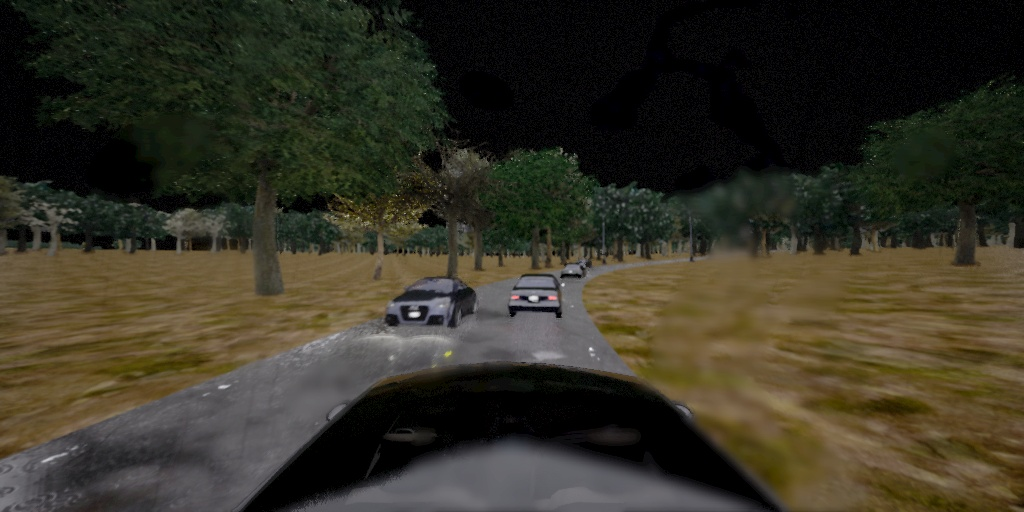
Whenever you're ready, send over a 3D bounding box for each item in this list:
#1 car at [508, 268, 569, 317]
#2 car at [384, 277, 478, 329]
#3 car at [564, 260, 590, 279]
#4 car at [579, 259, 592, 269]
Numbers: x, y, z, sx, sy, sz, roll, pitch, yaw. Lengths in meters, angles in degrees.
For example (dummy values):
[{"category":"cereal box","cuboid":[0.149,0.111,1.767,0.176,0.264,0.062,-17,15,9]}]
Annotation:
[{"category":"car","cuboid":[0.999,1.378,13.678,2.033,1.411,5.357,0,0,7]},{"category":"car","cuboid":[-2.394,1.376,11.517,1.994,1.385,4.181,0,0,6]},{"category":"car","cuboid":[5.884,1.361,33.860,1.994,1.385,4.181,0,0,19]},{"category":"car","cuboid":[9.823,1.122,50.452,2.128,1.511,4.902,0,1,29]}]
